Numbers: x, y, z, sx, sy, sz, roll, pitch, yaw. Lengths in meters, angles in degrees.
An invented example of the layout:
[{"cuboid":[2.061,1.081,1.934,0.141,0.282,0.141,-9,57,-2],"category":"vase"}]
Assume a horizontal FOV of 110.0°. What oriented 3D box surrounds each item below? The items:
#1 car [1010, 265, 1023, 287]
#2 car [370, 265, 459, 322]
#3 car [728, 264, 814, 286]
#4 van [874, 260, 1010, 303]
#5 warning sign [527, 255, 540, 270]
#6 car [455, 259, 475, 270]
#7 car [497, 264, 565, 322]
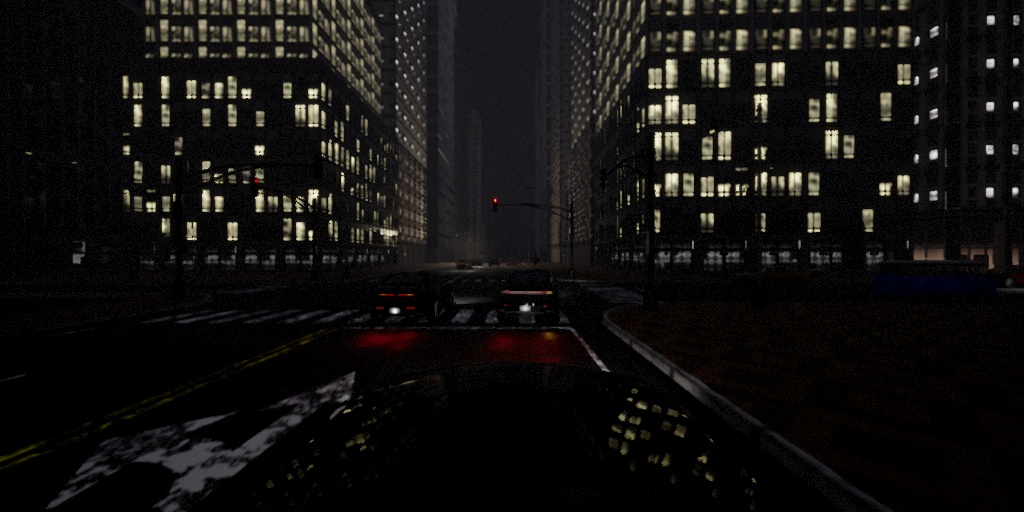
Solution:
[{"cuboid":[32.474,1.260,23.104,4.507,1.381,1.888,0,0,2],"category":"car"},{"cuboid":[-3.183,1.224,12.191,1.837,1.490,4.892,0,0,0],"category":"car"},{"cuboid":[17.079,1.226,23.783,4.829,1.417,1.751,0,0,2],"category":"car"},{"cuboid":[18.353,1.077,15.612,3.998,1.789,1.690,0,0,2],"category":"van"},{"cuboid":[2.833,0.779,43.763,1.300,1.860,1.060,0,0,0],"category":"warning sign"},{"cuboid":[-6.598,1.136,49.339,1.882,1.535,5.008,0,0,0],"category":"car"},{"cuboid":[0.726,1.211,12.170,2.128,1.511,4.902,0,0,9],"category":"car"}]
